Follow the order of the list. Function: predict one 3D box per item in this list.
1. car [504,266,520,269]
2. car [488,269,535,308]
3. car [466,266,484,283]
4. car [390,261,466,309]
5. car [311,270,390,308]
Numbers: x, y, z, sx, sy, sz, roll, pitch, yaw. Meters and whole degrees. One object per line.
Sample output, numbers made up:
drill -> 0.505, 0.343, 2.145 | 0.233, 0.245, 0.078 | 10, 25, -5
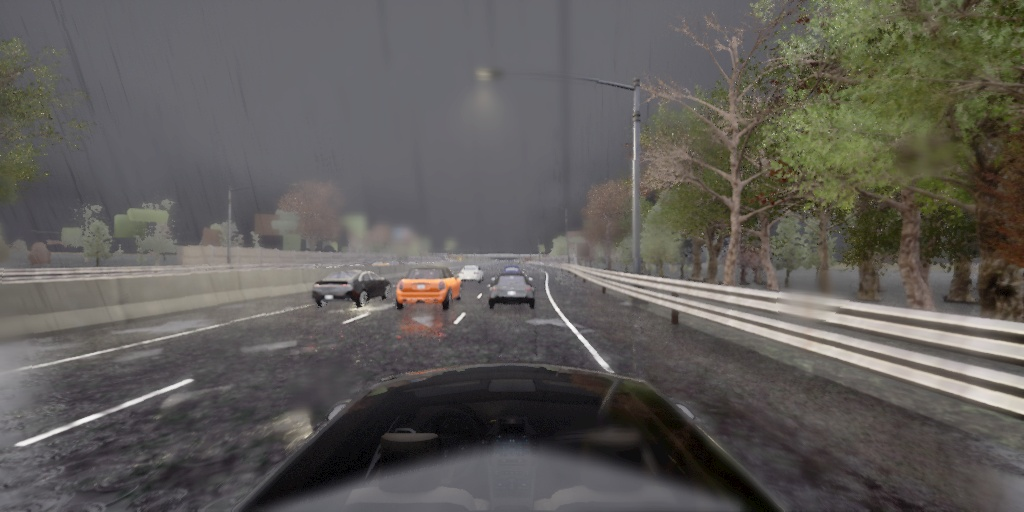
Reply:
car -> -0.006, 1.569, 31.241 | 1.812, 1.442, 4.674 | 0, 0, 0
car -> -0.002, 1.454, 16.158 | 1.994, 1.385, 4.181 | 0, -1, 0
car -> -3.506, 1.569, 31.225 | 1.812, 1.442, 4.674 | 0, 0, 0
car -> -3.502, 1.238, 15.934 | 2.097, 1.767, 4.553 | 0, -1, 0
car -> -7.002, 1.382, 16.157 | 2.128, 1.511, 4.902 | 0, 0, 0
